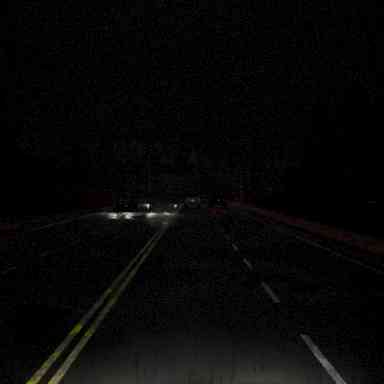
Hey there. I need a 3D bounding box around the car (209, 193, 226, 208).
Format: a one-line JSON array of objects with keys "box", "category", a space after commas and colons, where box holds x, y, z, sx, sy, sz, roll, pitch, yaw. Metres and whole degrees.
[{"box": [3.576, 1.166, 46.837, 2.150, 2.045, 5.566, 0, 0, 0], "category": "car"}]

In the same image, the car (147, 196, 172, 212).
[{"box": [-3.611, 1.434, 37.526, 1.882, 1.535, 5.008, 0, 0, 0], "category": "car"}]

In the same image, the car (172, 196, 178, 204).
[{"box": [-3.534, 1.476, 61.242, 2.033, 1.411, 5.357, 0, 0, 0], "category": "car"}]

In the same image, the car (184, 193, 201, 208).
[{"box": [0.076, 1.166, 47.423, 2.150, 2.045, 5.566, 0, 0, 0], "category": "car"}]

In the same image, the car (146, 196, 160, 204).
[{"box": [-7.039, 1.495, 60.821, 1.994, 1.385, 4.181, 0, 0, 0], "category": "car"}]

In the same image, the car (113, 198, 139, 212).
[{"box": [-7.484, 1.434, 37.993, 1.882, 1.535, 5.008, 0, 0, 6], "category": "car"}]
